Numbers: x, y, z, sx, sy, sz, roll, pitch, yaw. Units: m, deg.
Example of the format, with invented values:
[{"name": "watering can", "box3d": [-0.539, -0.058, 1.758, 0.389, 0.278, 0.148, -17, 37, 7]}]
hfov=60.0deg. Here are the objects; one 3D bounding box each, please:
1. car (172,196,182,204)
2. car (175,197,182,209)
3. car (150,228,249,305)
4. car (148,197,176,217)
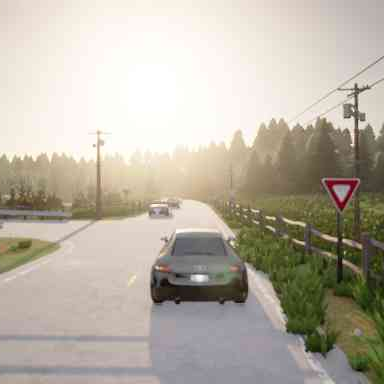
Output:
[{"name": "car", "box3d": [-2.908, 1.625, 65.445, 1.812, 1.442, 4.674, 0, 0, -2]}, {"name": "car", "box3d": [-2.770, 1.549, 47.020, 1.882, 1.535, 5.008, 0, 0, 1]}, {"name": "car", "box3d": [0.145, 1.577, 8.195, 1.994, 1.385, 4.181, 0, 0, 0]}, {"name": "car", "box3d": [-3.026, 1.540, 32.208, 2.128, 1.511, 4.902, 0, 0, 2]}]
